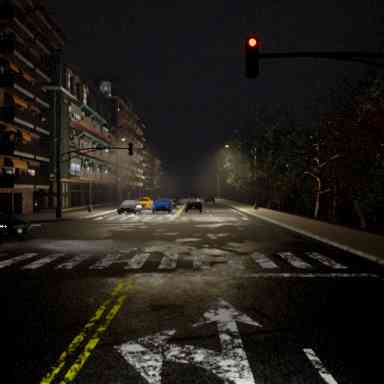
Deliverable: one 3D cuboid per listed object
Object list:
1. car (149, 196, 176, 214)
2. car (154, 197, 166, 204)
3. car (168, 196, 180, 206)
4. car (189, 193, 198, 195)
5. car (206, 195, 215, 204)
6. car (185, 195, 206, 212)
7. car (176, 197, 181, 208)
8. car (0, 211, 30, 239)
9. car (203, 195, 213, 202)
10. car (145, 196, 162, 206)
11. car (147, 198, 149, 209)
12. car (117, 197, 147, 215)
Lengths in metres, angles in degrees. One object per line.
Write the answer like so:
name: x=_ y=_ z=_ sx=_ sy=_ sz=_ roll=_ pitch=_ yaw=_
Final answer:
car: x=-3.179 y=1.482 z=36.357 sx=1.882 sy=1.535 sz=5.008 roll=0 pitch=0 yaw=1
car: x=-6.212 y=1.620 z=65.036 sx=1.895 sy=1.301 sz=4.718 roll=0 pitch=0 yaw=0
car: x=-3.004 y=1.518 z=55.900 sx=1.837 sy=1.490 sz=4.892 roll=0 pitch=0 yaw=0
car: x=0.294 y=1.242 z=66.203 sx=2.150 sy=2.045 sz=5.566 roll=0 pitch=0 yaw=0
car: x=3.543 y=1.525 z=66.077 sx=1.837 sy=1.490 sz=4.892 roll=0 pitch=0 yaw=0
car: x=0.209 y=1.498 z=39.097 sx=2.128 sy=1.511 sz=4.902 roll=0 pitch=0 yaw=1
car: x=-3.090 y=1.500 z=45.838 sx=2.128 sy=1.511 sz=4.902 roll=0 pitch=0 yaw=1
car: x=-10.365 y=1.606 z=16.644 sx=4.902 sy=1.511 sz=2.128 roll=-1 pitch=0 yaw=23
car: x=3.590 y=1.498 z=76.496 sx=2.033 sy=1.411 sz=5.357 roll=0 pitch=0 yaw=0
car: x=-6.260 y=1.504 z=54.712 sx=2.128 sy=1.511 sz=4.902 roll=0 pitch=0 yaw=0
car: x=-6.354 y=1.485 z=44.572 sx=1.882 sy=1.535 sz=5.008 roll=0 pitch=0 yaw=1
car: x=-6.438 y=1.551 z=34.920 sx=2.033 sy=1.411 sz=5.357 roll=0 pitch=0 yaw=0
